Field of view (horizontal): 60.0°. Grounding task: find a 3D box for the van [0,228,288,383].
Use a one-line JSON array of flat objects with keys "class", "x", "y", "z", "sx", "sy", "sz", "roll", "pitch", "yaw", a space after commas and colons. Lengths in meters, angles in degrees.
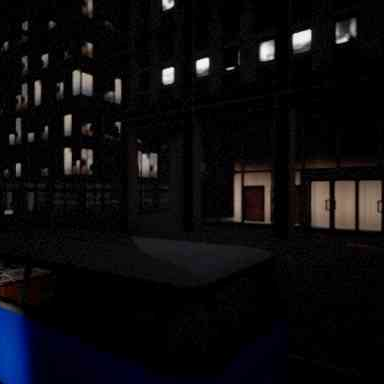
[{"class": "van", "x": -1.004, "y": 1.361, "z": 3.580, "sx": 3.998, "sy": 1.788, "sz": 1.690, "roll": -1, "pitch": 0, "yaw": 36}]
